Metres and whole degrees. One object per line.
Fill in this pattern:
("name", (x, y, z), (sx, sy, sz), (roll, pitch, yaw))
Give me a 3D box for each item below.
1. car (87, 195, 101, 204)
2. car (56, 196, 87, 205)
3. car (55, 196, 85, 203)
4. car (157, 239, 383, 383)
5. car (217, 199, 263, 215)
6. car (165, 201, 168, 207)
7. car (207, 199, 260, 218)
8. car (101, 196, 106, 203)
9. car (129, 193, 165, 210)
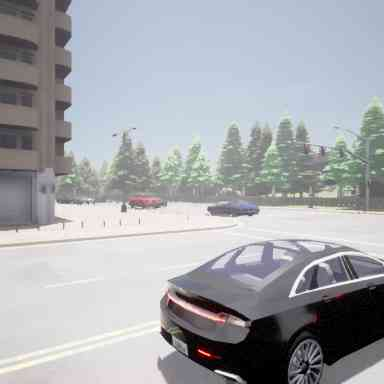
("car", (-19.439, 1.505, 60.126), (4.674, 1.442, 1.812), (0, 0, 26))
("car", (-20.890, 1.473, 56.936), (4.892, 1.490, 1.837), (0, 0, 26))
("car", (-24.030, 1.492, 65.580), (5.357, 1.411, 2.033), (0, 0, 15))
("car", (1.847, 1.492, 5.103), (4.902, 1.511, 2.128), (0, 0, -35))
("car", (4.750, 1.470, 33.581), (1.812, 1.442, 4.674), (0, 0, -35))
("car", (-5.365, 1.422, 47.833), (1.882, 1.535, 5.008), (0, 0, -38))
("car", (3.423, 1.545, 29.366), (1.895, 1.301, 4.718), (0, 0, -35))
("car", (-19.981, 1.447, 67.770), (4.902, 1.511, 2.128), (0, 0, 18))
("car", (-6.163, 1.165, 43.147), (2.150, 2.045, 5.566), (0, 0, -35))
